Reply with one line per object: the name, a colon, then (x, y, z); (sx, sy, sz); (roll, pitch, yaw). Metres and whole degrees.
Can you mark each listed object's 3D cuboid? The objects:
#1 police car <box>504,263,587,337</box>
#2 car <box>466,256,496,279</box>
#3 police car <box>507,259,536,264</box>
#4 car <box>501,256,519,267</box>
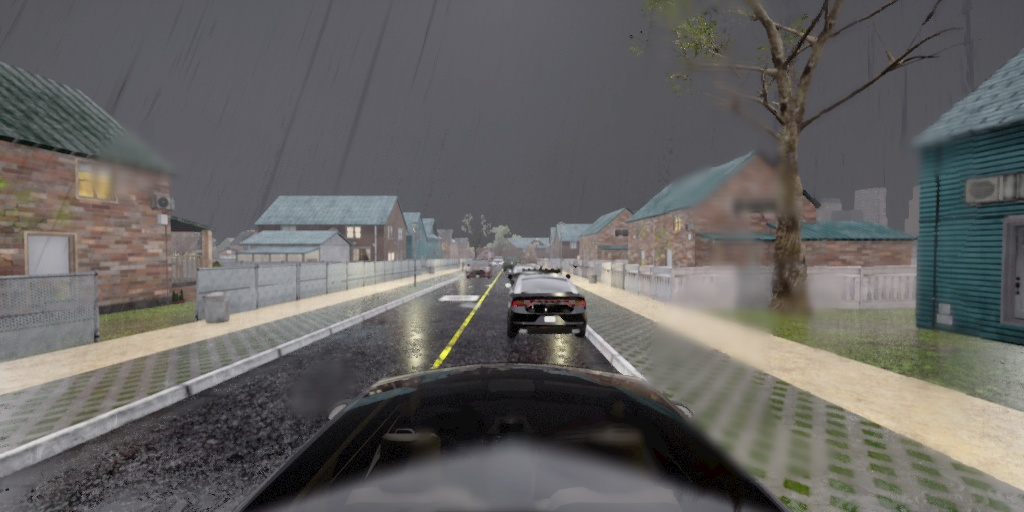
police car: (0.827, 1.168, 10.368); (1.930, 1.638, 5.238); (0, 0, 0)
car: (-2.842, 1.101, 31.904); (2.097, 1.767, 4.553); (0, 0, 0)
police car: (0.828, 1.167, 20.370); (1.930, 1.638, 5.238); (0, 0, 0)
car: (0.029, 0.991, 47.015); (2.150, 2.045, 5.566); (0, 0, 0)
